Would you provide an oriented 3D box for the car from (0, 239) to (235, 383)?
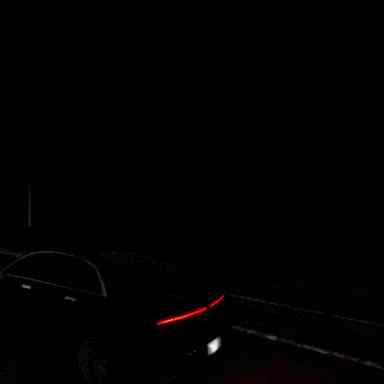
[{"bbox_3d":[-1.711,1.504,5.214,4.892,1.490,1.837,0,0,36],"label":"car"}]
